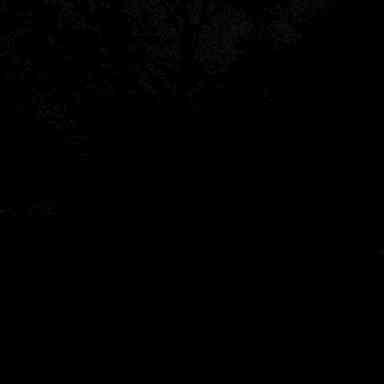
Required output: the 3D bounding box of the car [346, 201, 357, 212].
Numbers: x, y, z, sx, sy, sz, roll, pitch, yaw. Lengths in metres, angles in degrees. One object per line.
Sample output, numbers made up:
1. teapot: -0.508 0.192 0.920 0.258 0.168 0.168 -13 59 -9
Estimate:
1. car: 18.631 1.437 34.297 5.008 1.535 1.882 1 0 38
